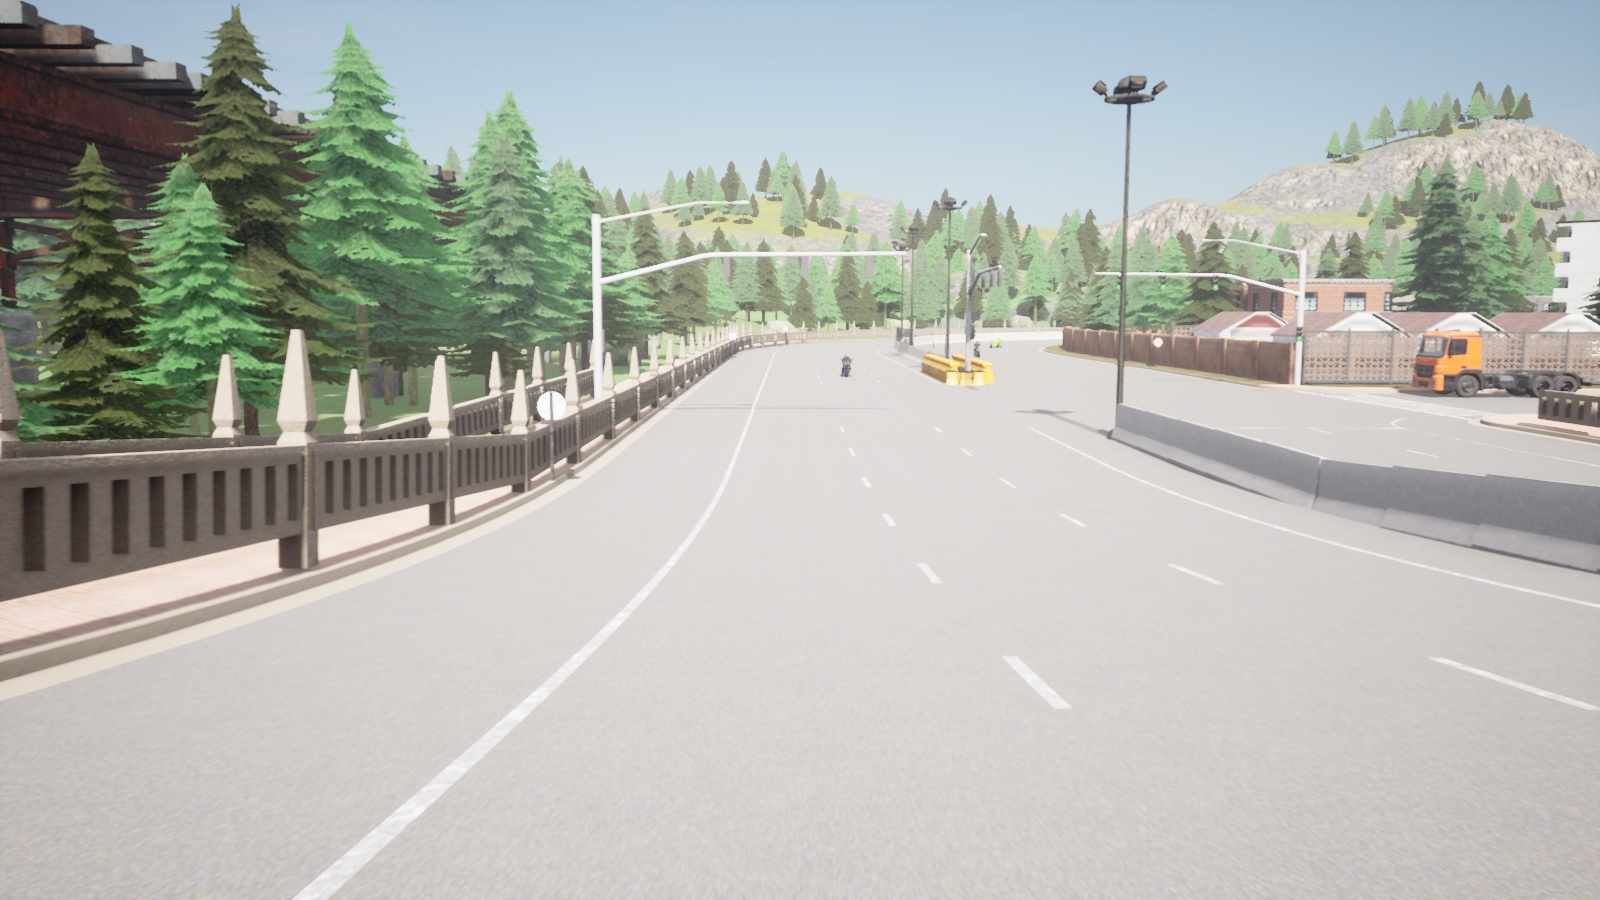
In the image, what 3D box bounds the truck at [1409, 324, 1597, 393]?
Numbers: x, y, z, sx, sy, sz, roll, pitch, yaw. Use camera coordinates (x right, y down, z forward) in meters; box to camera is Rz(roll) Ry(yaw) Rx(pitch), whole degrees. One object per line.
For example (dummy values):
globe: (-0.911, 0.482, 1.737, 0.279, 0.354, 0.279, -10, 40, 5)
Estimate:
truck: (36.355, -4.782, 65.194, 7.936, 3.462, 2.891, 0, 6, 1)
